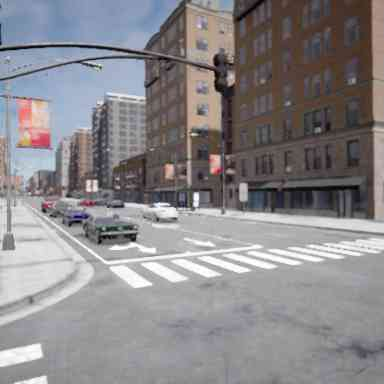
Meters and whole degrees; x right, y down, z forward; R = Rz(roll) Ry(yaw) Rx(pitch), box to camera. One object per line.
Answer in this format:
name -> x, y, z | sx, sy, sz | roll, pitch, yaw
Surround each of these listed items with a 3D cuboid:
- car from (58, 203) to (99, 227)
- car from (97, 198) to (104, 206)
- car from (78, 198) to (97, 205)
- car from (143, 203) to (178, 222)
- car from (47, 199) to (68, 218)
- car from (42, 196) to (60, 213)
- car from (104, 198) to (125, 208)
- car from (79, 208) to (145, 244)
car -> -8.490, 1.781, 24.843 | 1.895, 1.301, 4.718 | 0, 0, -28
car -> -16.856, 1.911, 61.725 | 2.128, 1.511, 4.902 | 0, 0, -28
car -> -18.586, 1.770, 58.055 | 2.097, 1.767, 4.553 | 0, 0, -28
car -> -2.752, 1.678, 28.345 | 1.812, 1.442, 4.674 | 0, 0, -28
car -> -13.234, 1.762, 33.767 | 1.837, 1.490, 4.892 | 0, 0, -28
car -> -18.016, 1.558, 42.845 | 2.150, 2.045, 5.566 | 0, 0, -28
car -> -12.144, 1.904, 52.873 | 1.994, 1.385, 4.181 | 0, 0, -28
car -> -4.202, 1.713, 16.784 | 1.895, 1.301, 4.718 | 0, 0, -28
